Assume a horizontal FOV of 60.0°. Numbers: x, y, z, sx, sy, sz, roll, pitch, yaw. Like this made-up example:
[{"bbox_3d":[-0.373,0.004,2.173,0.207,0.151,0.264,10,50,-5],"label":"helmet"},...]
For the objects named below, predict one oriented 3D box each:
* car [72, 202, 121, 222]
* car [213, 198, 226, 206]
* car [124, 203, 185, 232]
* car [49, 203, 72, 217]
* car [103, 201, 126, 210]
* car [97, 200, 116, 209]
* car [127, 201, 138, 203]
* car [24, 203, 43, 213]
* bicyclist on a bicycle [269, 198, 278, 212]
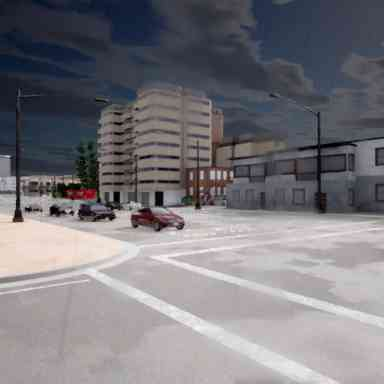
[{"bbox_3d":[-8.603,1.832,29.632,2.033,1.411,5.357,0,-1,-37],"label":"car"},{"bbox_3d":[5.538,1.793,60.049,1.970,1.475,3.806,0,-1,-37],"label":"car"},{"bbox_3d":[-2.338,1.640,21.298,1.812,1.442,4.674,0,-1,-37],"label":"car"},{"bbox_3d":[-14.924,2.012,38.062,2.128,1.511,4.902,0,-1,-37],"label":"car"},{"bbox_3d":[-12.881,2.253,53.051,1.837,1.490,4.892,0,-1,-36],"label":"car"},{"bbox_3d":[-16.246,2.379,63.274,1.812,1.442,4.674,0,0,-37],"label":"car"},{"bbox_3d":[-10.018,2.272,55.072,1.812,1.442,4.674,0,-1,-36],"label":"car"},{"bbox_3d":[-23.937,2.404,50.205,1.994,1.385,4.181,0,-1,-37],"label":"car"},{"bbox_3d":[9.491,1.514,38.807,1.656,1.620,0.582,0,-1,-37],"label":"bicyclist on a bicycle"}]
